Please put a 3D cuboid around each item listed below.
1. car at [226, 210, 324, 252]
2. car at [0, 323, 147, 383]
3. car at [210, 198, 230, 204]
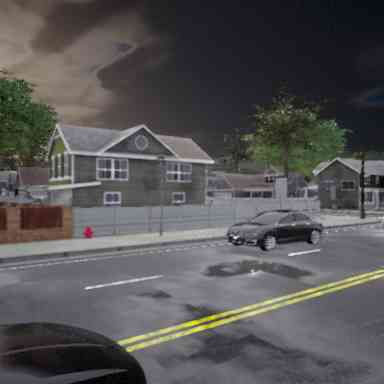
[{"bbox_3d":[3.655,1.546,14.248,4.892,1.490,1.837,1,-1,-35],"label":"car"},{"bbox_3d":[-2.587,1.473,1.598,5.008,1.535,1.882,1,0,-35],"label":"car"},{"bbox_3d":[4.578,1.651,47.315,2.128,1.511,4.902,0,0,-35],"label":"car"}]
